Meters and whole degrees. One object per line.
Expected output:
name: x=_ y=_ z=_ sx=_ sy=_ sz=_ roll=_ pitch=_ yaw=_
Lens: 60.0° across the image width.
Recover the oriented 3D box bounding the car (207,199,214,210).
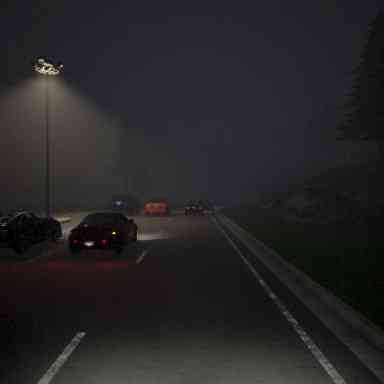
car: x=1.670 y=1.564 z=43.491 sx=1.994 sy=1.385 sz=4.181 roll=0 pitch=0 yaw=13

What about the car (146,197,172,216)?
car: x=-3.246 y=1.353 z=33.253 sx=2.097 sy=1.767 sz=4.553 roll=0 pitch=0 yaw=2

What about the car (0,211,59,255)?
car: x=-6.900 y=1.491 z=13.311 sx=2.128 sy=1.511 sz=4.902 roll=0 pitch=0 yaw=0

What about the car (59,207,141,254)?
car: x=-3.399 y=1.526 z=13.292 sx=1.812 sy=1.442 sz=4.674 roll=0 pitch=0 yaw=0

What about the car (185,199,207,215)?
car: x=0.277 y=1.548 z=33.980 sx=2.033 sy=1.411 sz=5.357 roll=0 pitch=0 yaw=2

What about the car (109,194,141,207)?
car: x=-6.746 y=1.221 z=33.846 sx=2.150 sy=2.045 sz=5.566 roll=0 pitch=0 yaw=2
